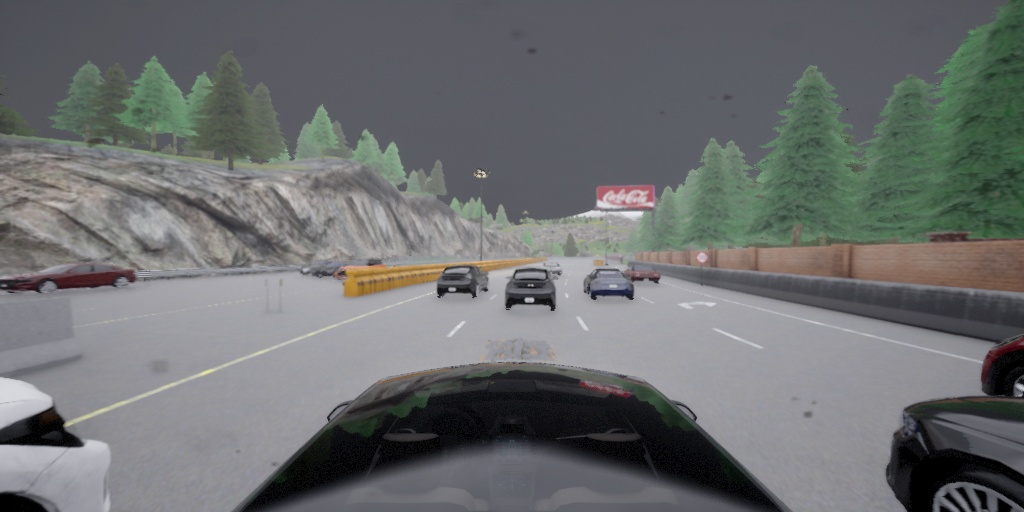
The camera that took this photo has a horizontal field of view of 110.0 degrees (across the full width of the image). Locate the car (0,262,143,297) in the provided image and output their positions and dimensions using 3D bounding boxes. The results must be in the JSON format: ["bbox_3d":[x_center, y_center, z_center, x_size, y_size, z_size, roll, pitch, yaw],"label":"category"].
[{"bbox_3d":[-23.541,1.122,19.293,1.882,1.535,5.008,0,0,6],"label":"car"}]

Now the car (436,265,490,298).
[{"bbox_3d":[-2.346,1.205,18.061,1.837,1.490,4.892,0,0,6],"label":"car"}]

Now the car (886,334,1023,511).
[{"bbox_3d":[3.670,1.254,0.576,2.128,1.511,4.902,0,0,0],"label":"car"}]

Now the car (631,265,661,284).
[{"bbox_3d":[9.461,1.308,26.428,1.895,1.301,4.718,0,0,10],"label":"car"}]

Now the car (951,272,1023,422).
[{"bbox_3d":[7.187,1.117,2.739,2.097,1.767,4.553,0,0,0],"label":"car"}]

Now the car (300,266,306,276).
[{"bbox_3d":[-17.839,1.110,34.076,2.128,1.511,4.902,0,0,10],"label":"car"}]

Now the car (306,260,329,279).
[{"bbox_3d":[-14.807,1.181,31.118,2.033,1.411,5.357,0,0,9],"label":"car"}]

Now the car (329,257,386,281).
[{"bbox_3d":[-11.738,1.001,28.173,2.097,1.767,4.553,0,0,9],"label":"car"}]

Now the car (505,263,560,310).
[{"bbox_3d":[0.805,1.223,14.433,1.837,1.490,4.892,0,0,5],"label":"car"}]

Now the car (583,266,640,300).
[{"bbox_3d":[4.668,1.282,17.712,1.994,1.385,4.181,0,0,6],"label":"car"}]

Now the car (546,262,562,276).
[{"bbox_3d":[4.037,1.268,36.120,1.895,1.301,4.718,0,0,10],"label":"car"}]
